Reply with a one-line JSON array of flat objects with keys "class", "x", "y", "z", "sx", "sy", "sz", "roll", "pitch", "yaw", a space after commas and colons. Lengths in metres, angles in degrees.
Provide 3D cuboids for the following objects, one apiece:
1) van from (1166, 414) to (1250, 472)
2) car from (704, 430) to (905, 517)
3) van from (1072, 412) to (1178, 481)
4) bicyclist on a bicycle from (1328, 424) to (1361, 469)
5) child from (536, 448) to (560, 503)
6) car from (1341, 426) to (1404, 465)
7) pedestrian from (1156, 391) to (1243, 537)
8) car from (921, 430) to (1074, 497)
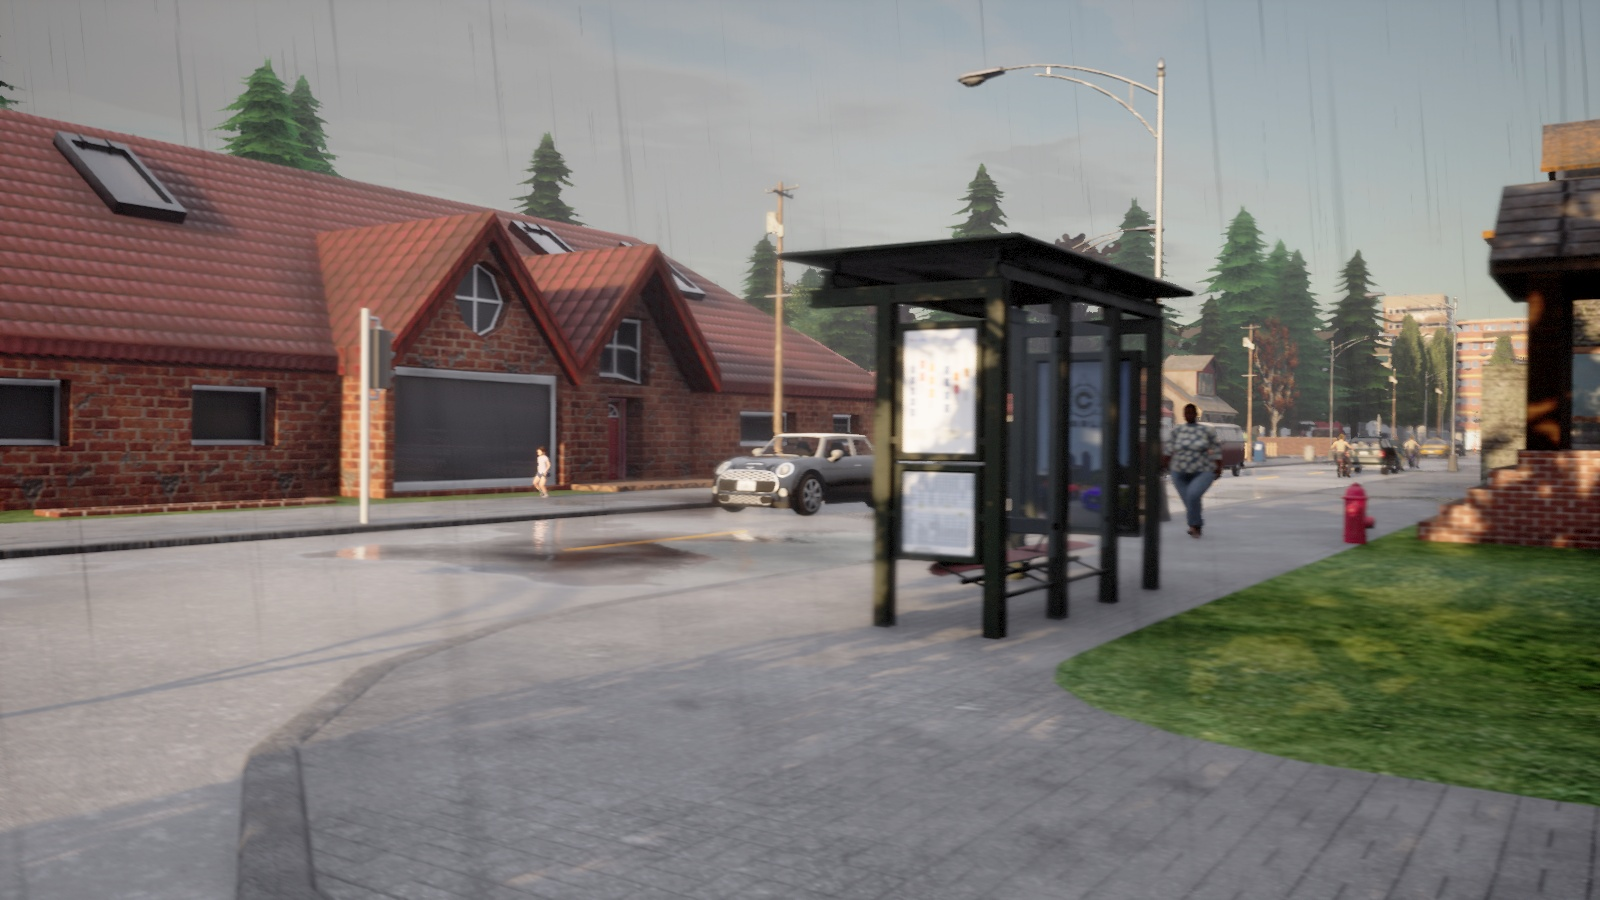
[{"class": "van", "x": 14.908, "y": -0.277, "z": 45.777, "sx": 1.775, "sy": 1.987, "sz": 4.442, "roll": 0, "pitch": 1, "yaw": 34}, {"class": "car", "x": 0.167, "y": 0.372, "z": 23.595, "sx": 1.970, "sy": 1.475, "sz": 3.806, "roll": 0, "pitch": 1, "yaw": 34}, {"class": "van", "x": 9.983, "y": -0.131, "z": 38.371, "sx": 1.775, "sy": 1.987, "sz": 4.442, "roll": 0, "pitch": 1, "yaw": 34}, {"class": "bicyclist on a bicycle", "x": 20.084, "y": -0.147, "z": 46.332, "sx": 0.866, "sy": 1.612, "sz": 1.509, "roll": 0, "pitch": 1, "yaw": 33}, {"class": "child", "x": -5.160, "y": 0.516, "z": 25.687, "sx": 0.255, "sy": 1.110, "sz": 0.394, "roll": 0, "pitch": 1, "yaw": 42}, {"class": "car", "x": 23.507, "y": -0.206, "z": 51.483, "sx": 1.789, "sy": 1.549, "sz": 3.705, "roll": 0, "pitch": 1, "yaw": 34}, {"class": "pedestrian", "x": 5.268, "y": 0.167, "z": 16.554, "sx": 0.874, "sy": 1.855, "sz": 0.900, "roll": 0, "pitch": 1, "yaw": 34}, {"class": "car", "x": 4.946, "y": 0.270, "z": 30.801, "sx": 1.837, "sy": 1.490, "sz": 4.892, "roll": 0, "pitch": 1, "yaw": 34}]
